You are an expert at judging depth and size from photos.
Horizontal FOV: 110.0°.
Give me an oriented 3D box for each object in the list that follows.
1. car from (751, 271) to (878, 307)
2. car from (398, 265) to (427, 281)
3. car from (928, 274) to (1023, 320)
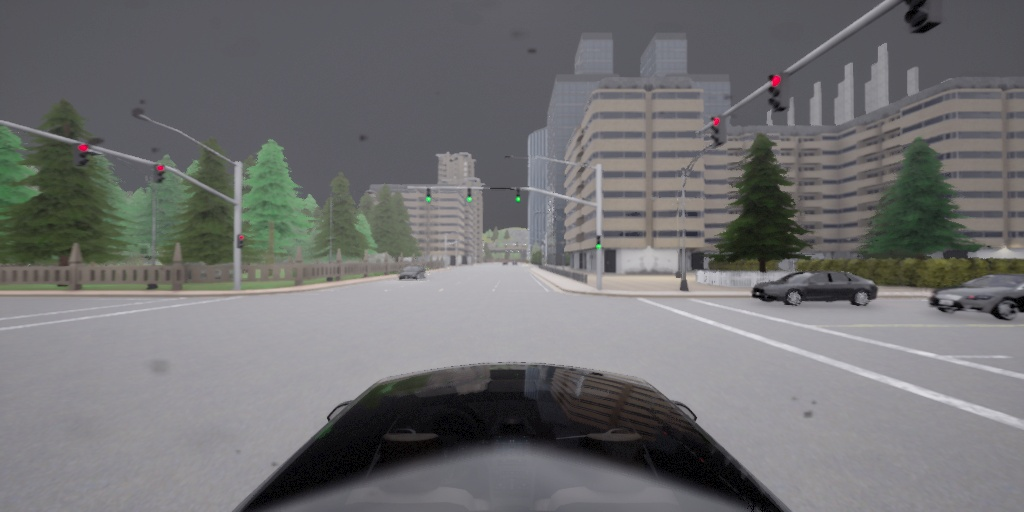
[{"bbox_3d":[13.525,1.431,16.214,4.892,1.490,1.837,0,-1,0],"label":"car"},{"bbox_3d":[-9.900,1.703,35.995,1.837,1.490,4.892,0,1,0],"label":"car"},{"bbox_3d":[17.829,1.383,12.700,4.902,1.511,2.128,0,-1,0],"label":"car"}]
